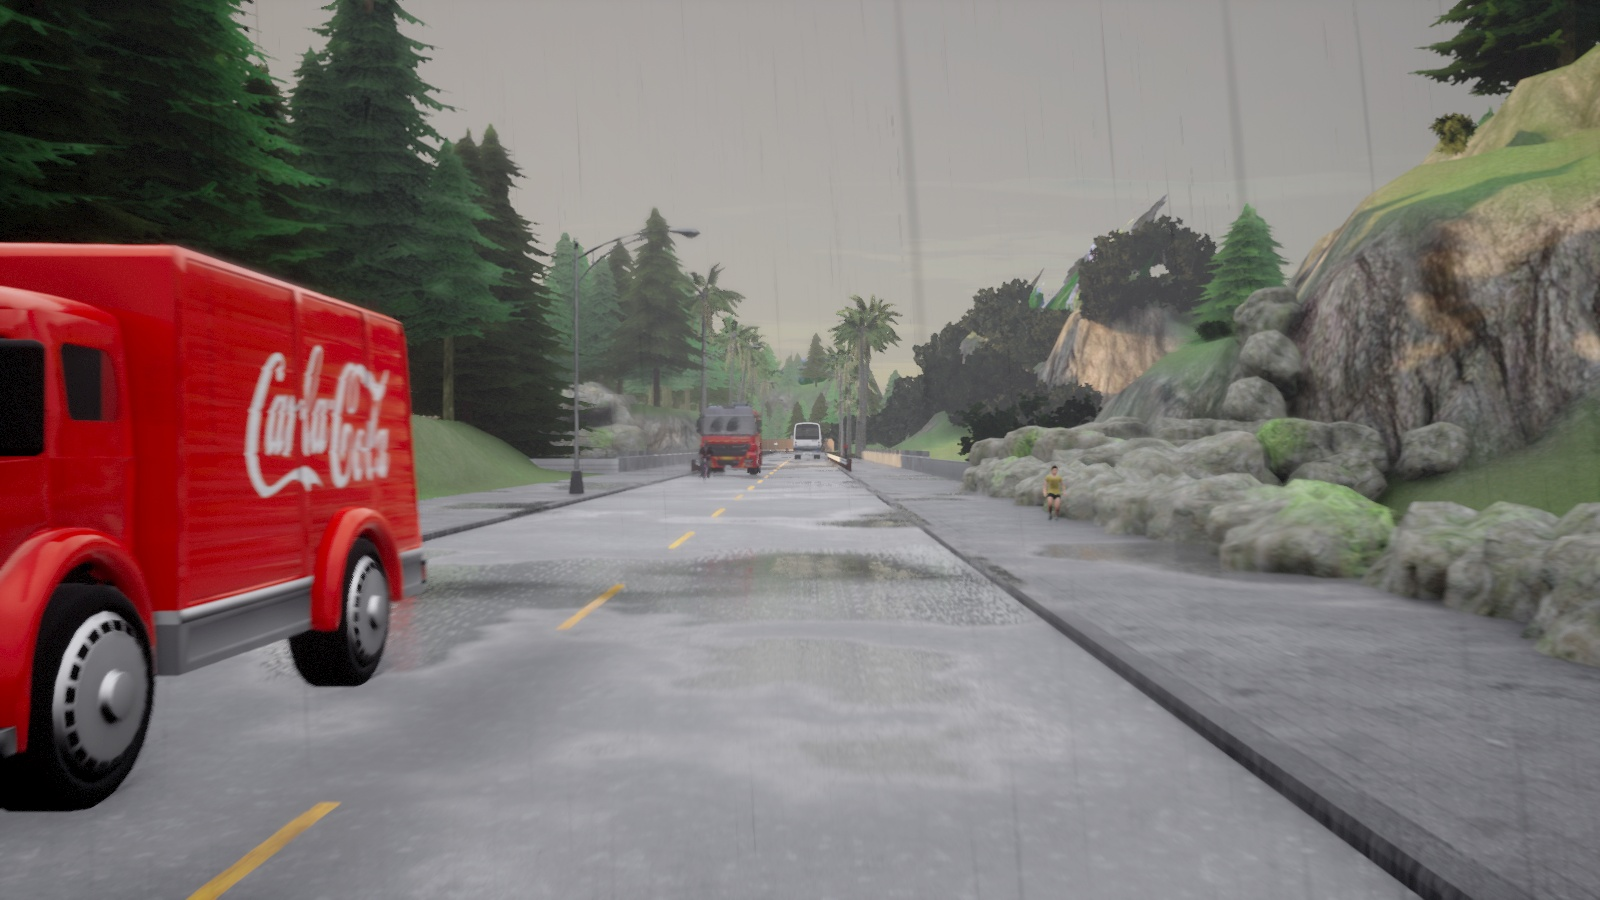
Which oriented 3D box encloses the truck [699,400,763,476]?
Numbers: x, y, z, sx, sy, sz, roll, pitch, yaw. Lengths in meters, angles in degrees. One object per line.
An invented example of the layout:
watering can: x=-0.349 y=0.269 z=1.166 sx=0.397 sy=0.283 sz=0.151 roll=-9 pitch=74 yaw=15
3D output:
truck: x=-3.605 y=-0.623 z=67.114 sx=2.891 sy=3.827 sz=8.468 roll=0 pitch=0 yaw=0

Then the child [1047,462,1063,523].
child: x=4.709 y=0.771 z=23.158 sx=0.255 sy=1.110 sz=0.394 roll=0 pitch=0 yaw=7

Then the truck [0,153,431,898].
truck: x=-3.948 y=0.235 z=6.329 sx=2.627 sy=2.467 sz=5.204 roll=0 pitch=0 yaw=0
